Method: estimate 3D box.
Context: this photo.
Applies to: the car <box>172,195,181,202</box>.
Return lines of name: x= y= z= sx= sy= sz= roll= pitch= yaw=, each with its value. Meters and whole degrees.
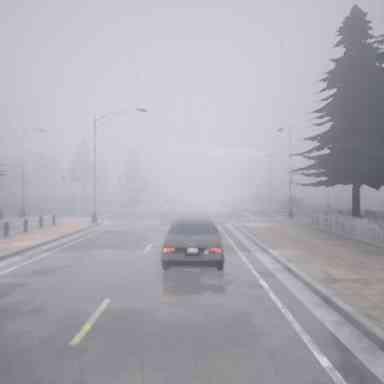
car: x=-3.485 y=1.370 z=74.463 sx=1.882 sy=1.535 sz=5.008 roll=0 pitch=0 yaw=0

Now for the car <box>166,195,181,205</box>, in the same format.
car: x=-3.529 y=1.324 z=59.484 sx=2.097 sy=1.767 sz=4.553 roll=0 pitch=0 yaw=1

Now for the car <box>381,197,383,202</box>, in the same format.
car: x=39.115 y=1.268 z=65.306 sx=2.007 sy=1.523 sz=4.514 roll=0 pitch=0 yaw=0

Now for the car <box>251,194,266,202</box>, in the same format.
car: x=14.218 y=1.306 z=73.221 sx=2.007 sy=1.523 sz=4.514 roll=0 pitch=0 yaw=0

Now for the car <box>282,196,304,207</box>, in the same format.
car: x=13.966 y=1.352 z=47.188 sx=1.845 sy=1.501 sz=3.633 roll=0 pitch=0 yaw=0

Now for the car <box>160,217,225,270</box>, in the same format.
car: x=0.042 y=1.542 z=11.016 sx=2.033 sy=1.411 sz=5.357 roll=0 pitch=0 yaw=1

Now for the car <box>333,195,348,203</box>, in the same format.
car: x=29.123 y=1.289 z=65.449 sx=1.845 sy=1.501 sz=3.633 roll=0 pitch=0 yaw=0

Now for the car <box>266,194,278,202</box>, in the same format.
car: x=17.355 y=1.297 z=73.242 sx=2.152 sy=1.636 sz=5.027 roll=0 pitch=0 yaw=0
